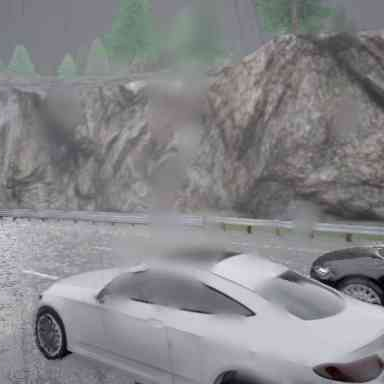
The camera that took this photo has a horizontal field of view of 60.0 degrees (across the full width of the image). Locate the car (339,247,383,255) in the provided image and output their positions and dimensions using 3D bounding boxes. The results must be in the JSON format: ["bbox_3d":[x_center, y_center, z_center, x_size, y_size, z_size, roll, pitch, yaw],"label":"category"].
[{"bbox_3d":[4.422,1.379,5.229,4.902,1.511,2.128,0,1,35],"label":"car"}]

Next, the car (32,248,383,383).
[{"bbox_3d":[-0.087,1.467,4.187,4.674,1.442,1.812,0,1,35],"label":"car"}]
